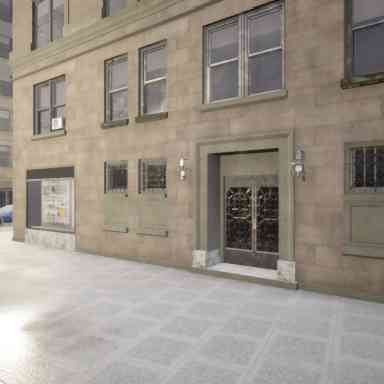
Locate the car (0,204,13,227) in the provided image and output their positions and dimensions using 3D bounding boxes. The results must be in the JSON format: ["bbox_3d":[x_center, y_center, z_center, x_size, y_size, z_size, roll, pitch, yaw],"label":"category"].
[{"bbox_3d":[-11.900,1.519,23.047,2.033,1.411,5.357,0,0,39],"label":"car"}]
